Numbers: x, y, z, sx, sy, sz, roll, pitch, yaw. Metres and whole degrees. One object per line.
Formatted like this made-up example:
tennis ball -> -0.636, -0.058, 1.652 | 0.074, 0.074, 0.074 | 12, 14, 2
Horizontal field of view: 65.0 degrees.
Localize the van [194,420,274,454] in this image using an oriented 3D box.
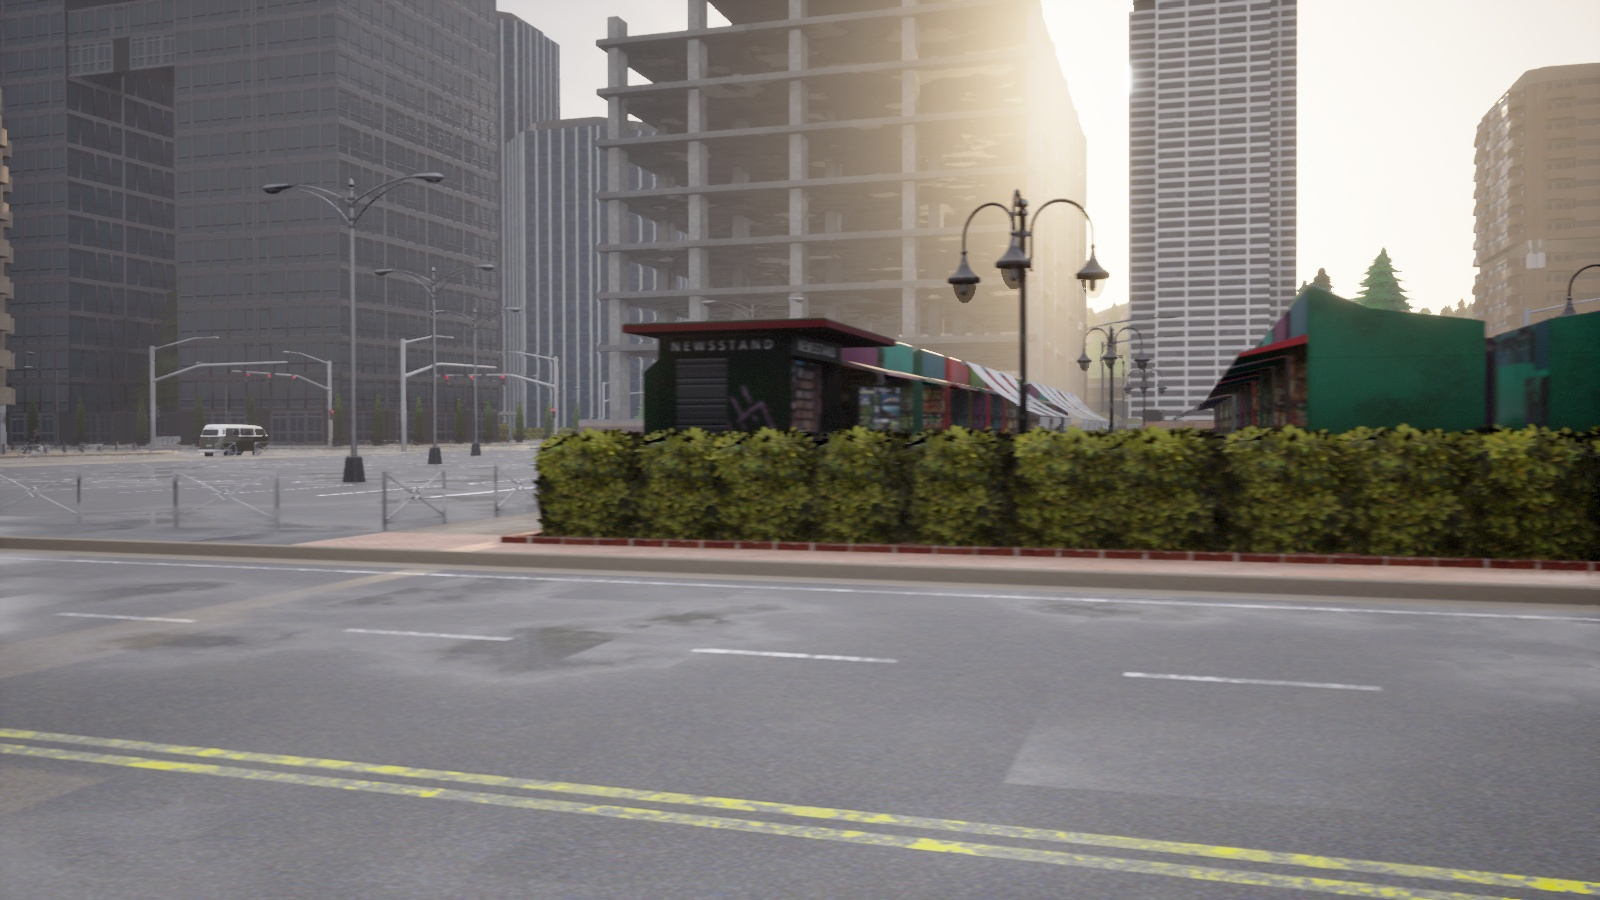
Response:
van -> -35.116, -0.832, 78.020 | 2.069, 2.038, 4.480 | 0, 1, 17
